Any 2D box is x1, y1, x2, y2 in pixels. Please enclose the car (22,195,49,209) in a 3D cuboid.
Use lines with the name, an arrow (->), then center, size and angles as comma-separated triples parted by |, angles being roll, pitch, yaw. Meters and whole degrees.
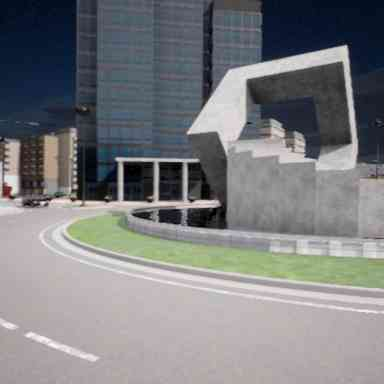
car -> -18.480, 1.110, 39.242 | 2.128, 1.511, 4.902 | 0, 0, -44
